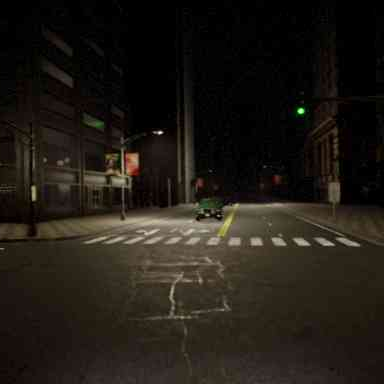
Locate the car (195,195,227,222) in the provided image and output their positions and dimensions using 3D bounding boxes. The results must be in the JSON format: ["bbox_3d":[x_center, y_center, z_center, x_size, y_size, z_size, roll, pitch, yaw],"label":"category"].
[{"bbox_3d":[1.664,1.548,29.966,2.150,2.045,5.566,-1,0,9],"label":"car"}]

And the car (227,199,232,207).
[{"bbox_3d":[6.474,2.005,61.758,1.882,1.535,5.008,-1,-1,9],"label":"car"}]
